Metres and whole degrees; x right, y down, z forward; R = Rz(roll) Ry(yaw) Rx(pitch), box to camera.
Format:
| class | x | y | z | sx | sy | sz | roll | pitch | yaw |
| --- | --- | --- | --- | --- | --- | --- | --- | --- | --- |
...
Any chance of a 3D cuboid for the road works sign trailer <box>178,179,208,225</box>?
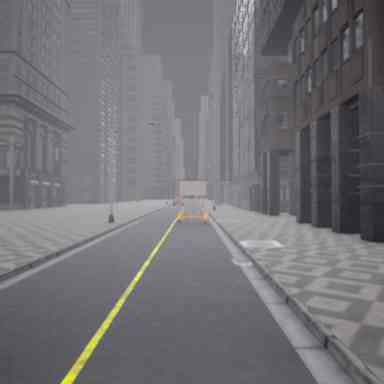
| class | x | y | z | sx | sy | sz | roll | pitch | yaw |
| --- | --- | --- | --- | --- | --- | --- | --- | --- | --- |
| road works sign trailer | 0.035 | 0.734 | 26.843 | 2.380 | 3.560 | 2.880 | 0 | -1 | 0 |

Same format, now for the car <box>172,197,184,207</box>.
| class | x | y | z | sx | sy | sz | roll | pitch | yaw |
| --- | --- | --- | --- | --- | --- | --- | --- | --- | --- |
| car | -2.936 | 2.036 | 70.963 | 2.150 | 2.045 | 5.566 | 0 | -1 | 0 |
